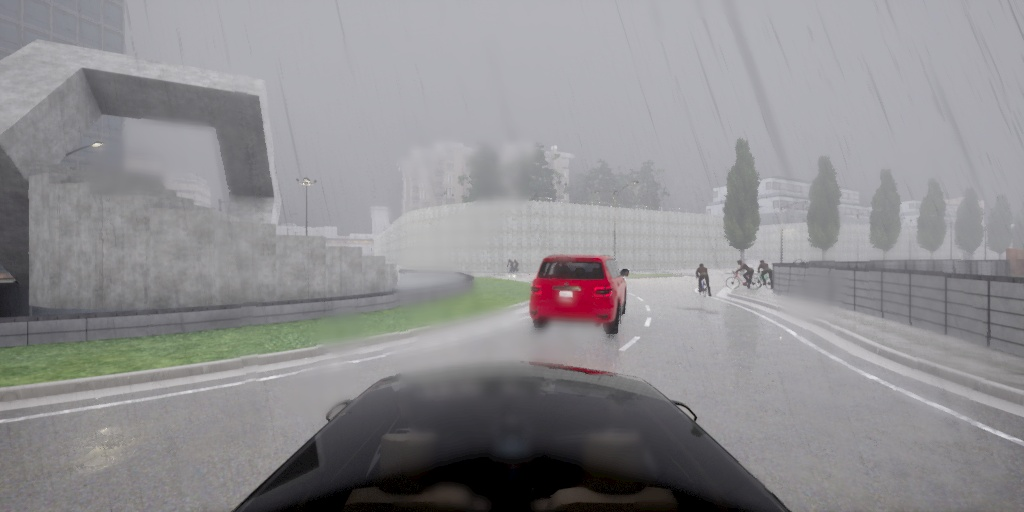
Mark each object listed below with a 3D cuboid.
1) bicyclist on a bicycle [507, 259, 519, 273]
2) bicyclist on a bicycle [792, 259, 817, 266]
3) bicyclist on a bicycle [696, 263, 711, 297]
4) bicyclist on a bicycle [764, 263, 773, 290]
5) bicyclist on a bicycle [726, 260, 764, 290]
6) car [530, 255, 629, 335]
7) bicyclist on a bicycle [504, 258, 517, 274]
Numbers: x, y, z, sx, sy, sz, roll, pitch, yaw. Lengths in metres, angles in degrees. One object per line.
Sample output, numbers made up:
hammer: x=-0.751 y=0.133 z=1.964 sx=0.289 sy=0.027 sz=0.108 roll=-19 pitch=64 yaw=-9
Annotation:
bicyclist on a bicycle: x=0.390 y=1.171 z=41.643 sx=0.582 sy=1.620 sz=1.656 roll=11 pitch=12 yaw=35
bicyclist on a bicycle: x=16.275 y=0.822 z=20.122 sx=0.582 sy=1.656 sz=1.620 roll=27 pitch=-12 yaw=-2
bicyclist on a bicycle: x=9.513 y=1.202 z=17.927 sx=0.582 sy=1.620 sz=1.656 roll=0 pitch=0 yaw=15
bicyclist on a bicycle: x=14.186 y=1.053 z=20.199 sx=0.582 sy=1.620 sz=1.656 roll=0 pitch=0 yaw=5
bicyclist on a bicycle: x=12.736 y=1.050 z=19.780 sx=1.656 sy=1.620 sz=0.582 roll=0 pitch=0 yaw=32
car: x=2.225 y=0.973 z=10.850 sx=2.150 sy=2.045 sz=5.566 roll=0 pitch=0 yaw=21
bicyclist on a bicycle: x=-0.141 y=1.134 z=41.971 sx=0.582 sy=1.620 sz=1.656 roll=0 pitch=9 yaw=34
